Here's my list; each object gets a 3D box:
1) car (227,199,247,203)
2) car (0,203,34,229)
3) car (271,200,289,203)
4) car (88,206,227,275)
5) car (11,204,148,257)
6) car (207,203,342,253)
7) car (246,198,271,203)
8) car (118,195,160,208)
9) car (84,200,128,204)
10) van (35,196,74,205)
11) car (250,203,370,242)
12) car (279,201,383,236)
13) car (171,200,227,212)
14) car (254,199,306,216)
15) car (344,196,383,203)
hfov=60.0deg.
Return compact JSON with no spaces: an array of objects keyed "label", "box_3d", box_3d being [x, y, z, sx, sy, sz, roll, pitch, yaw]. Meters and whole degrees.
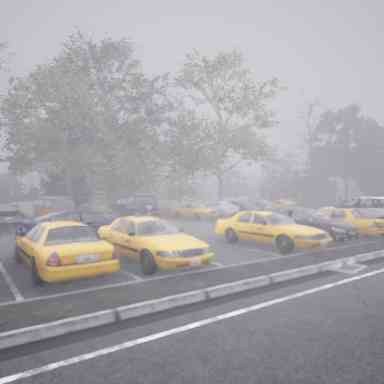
[{"label":"car","box_3d":[2.350,1.548,29.736,2.002,1.452,4.674,0,0,-35]},{"label":"car","box_3d":[-11.345,1.502,20.101,2.163,1.488,4.792,0,0,-35]},{"label":"car","box_3d":[6.754,1.397,32.888,2.185,1.767,4.553,0,0,-35]},{"label":"car","box_3d":[-1.446,1.475,10.818,1.946,1.575,5.366,0,0,-35]},{"label":"car","box_3d":[-4.677,1.473,14.197,5.008,1.535,1.882,0,0,-35]},{"label":"car","box_3d":[3.188,1.487,14.091,1.946,1.575,5.366,0,0,-35]},{"label":"car","box_3d":[4.628,1.545,31.312,2.163,1.488,4.792,0,0,-35]},{"label":"car","box_3d":[-4.455,1.235,24.968,2.435,2.045,5.566,0,0,-35]},{"label":"car","box_3d":[-6.685,1.509,23.323,2.163,1.488,4.792,0,0,-35]},{"label":"van","box_3d":[-9.132,1.248,21.772,1.878,1.987,4.442,0,0,-35]},{"label":"car","box_3d":[5.345,1.499,15.849,2.231,1.521,4.892,0,0,-35]},{"label":"car","box_3d":[7.509,1.502,17.597,1.946,1.575,5.366,0,0,-35]},{"label":"car","box_3d":[0.192,1.498,27.988,1.946,1.575,5.366,0,0,-35]},{"label":"car","box_3d":[9.038,1.530,34.457,2.097,1.535,5.008,0,0,-35]},{"label":"car","box_3d":[9.868,1.261,19.071,2.435,2.045,5.566,0,0,-35]}]
